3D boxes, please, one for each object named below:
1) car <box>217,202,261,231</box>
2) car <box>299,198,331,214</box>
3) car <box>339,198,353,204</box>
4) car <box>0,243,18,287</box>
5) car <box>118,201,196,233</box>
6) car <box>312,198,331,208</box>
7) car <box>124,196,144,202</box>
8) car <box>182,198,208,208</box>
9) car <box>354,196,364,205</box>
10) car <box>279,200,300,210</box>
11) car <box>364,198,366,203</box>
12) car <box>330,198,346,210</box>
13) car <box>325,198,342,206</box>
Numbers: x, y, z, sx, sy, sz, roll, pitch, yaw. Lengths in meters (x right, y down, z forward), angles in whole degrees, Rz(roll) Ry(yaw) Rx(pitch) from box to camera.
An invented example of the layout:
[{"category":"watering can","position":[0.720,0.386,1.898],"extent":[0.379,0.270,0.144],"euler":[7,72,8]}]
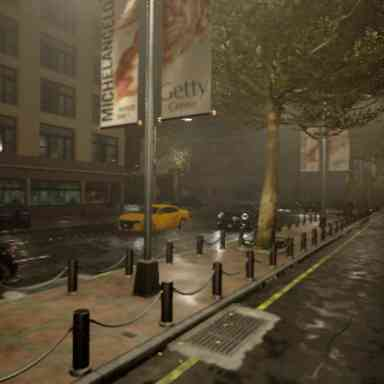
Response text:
[{"category":"car","position":[3.434,1.428,21.330],"extent":[2.097,1.767,4.553],"euler":[1,0,33]},{"category":"car","position":[13.982,1.730,37.535],"extent":[1.837,1.490,4.892],"euler":[1,0,33]},{"category":"car","position":[35.941,2.086,77.500],"extent":[2.033,1.411,5.357],"euler":[1,0,33]},{"category":"car","position":[-5.974,1.506,6.879],"extent":[1.994,1.385,4.181],"euler":[1,0,33]},{"category":"car","position":[-2.077,1.486,19.282],"extent":[1.882,1.535,5.008],"euler":[1,0,33]},{"category":"car","position":[21.850,1.825,56.000],"extent":[1.882,1.535,5.008],"euler":[1,0,34]},{"category":"car","position":[-9.261,1.498,55.029],"extent":[4.892,1.490,1.837],"euler":[1,0,32]},{"category":"car","position":[-0.306,1.631,49.327],"extent":[5.357,1.411,2.033],"euler":[1,0,31]},{"category":"car","position":[29.848,1.669,61.719],"extent":[2.150,2.045,5.566],"euler":[1,0,33]},{"category":"car","position":[14.980,1.802,47.964],"extent":[5.357,1.411,2.033],"euler":[1,0,-37]},{"category":"car","position":[36.774,2.071,72.363],"extent":[2.128,1.511,4.902],"euler":[1,0,33]},{"category":"car","position":[21.251,1.804,48.684],"extent":[1.882,1.535,5.008],"euler":[1,0,33]},{"category":"car","position":[27.613,1.953,64.706],"extent":[2.128,1.511,4.902],"euler":[1,0,33]}]
